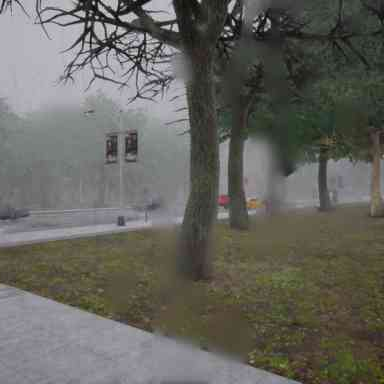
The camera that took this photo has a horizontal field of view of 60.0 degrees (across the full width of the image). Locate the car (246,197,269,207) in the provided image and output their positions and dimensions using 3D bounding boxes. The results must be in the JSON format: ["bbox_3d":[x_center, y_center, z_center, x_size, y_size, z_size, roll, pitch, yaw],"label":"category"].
[{"bbox_3d":[10.914,1.593,55.302,1.837,1.490,4.892,0,0,36],"label":"car"}]

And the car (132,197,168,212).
[{"bbox_3d":[-4.913,1.396,38.904,2.097,1.767,4.553,0,0,36],"label":"car"}]

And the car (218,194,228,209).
[{"bbox_3d":[4.831,1.290,46.714,2.150,2.045,5.566,0,0,36],"label":"car"}]

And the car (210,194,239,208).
[{"bbox_3d":[5.285,1.350,53.015,2.150,2.045,5.566,0,0,36],"label":"car"}]

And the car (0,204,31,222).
[{"bbox_3d":[-14.997,1.563,24.805,2.033,1.411,5.357,0,0,35],"label":"car"}]

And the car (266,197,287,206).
[{"bbox_3d":[13.625,1.570,53.505,1.882,1.535,5.008,0,0,36],"label":"car"}]

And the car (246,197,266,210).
[{"bbox_3d":[7.827,1.552,45.308,1.882,1.535,5.008,0,0,36],"label":"car"}]
